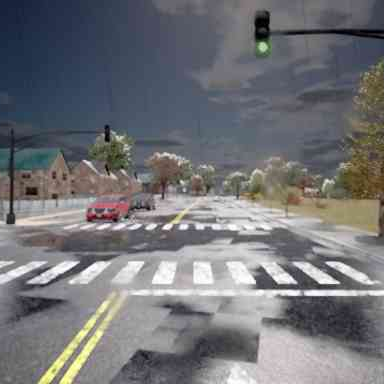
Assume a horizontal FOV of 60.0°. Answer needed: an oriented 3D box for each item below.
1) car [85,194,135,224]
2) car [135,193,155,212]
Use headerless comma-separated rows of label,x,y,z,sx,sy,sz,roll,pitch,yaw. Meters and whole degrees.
car,-6.110,1.211,24.932,2.150,2.045,5.566,0,0,2
car,-5.613,1.196,38.596,2.150,2.045,5.566,0,0,2
